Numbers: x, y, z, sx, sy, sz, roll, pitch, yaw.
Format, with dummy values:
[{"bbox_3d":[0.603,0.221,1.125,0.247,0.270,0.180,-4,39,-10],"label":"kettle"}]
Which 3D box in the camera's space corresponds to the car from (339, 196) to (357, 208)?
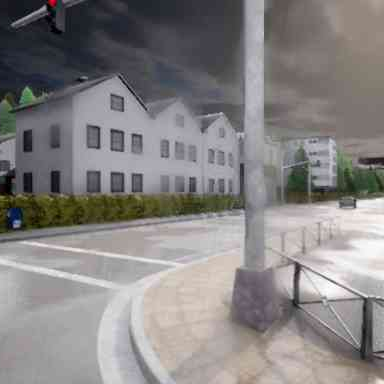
[{"bbox_3d":[20.015,1.273,42.725,2.128,1.511,4.902,0,0,28],"label":"car"}]
